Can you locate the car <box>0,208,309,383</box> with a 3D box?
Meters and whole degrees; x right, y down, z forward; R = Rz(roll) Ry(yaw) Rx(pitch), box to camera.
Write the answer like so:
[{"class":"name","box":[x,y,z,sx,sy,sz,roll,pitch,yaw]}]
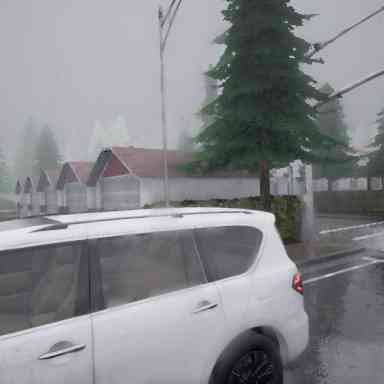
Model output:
[{"class":"car","box":[-1.321,1.238,3.045,5.566,2.045,2.150,-1,0,-34]}]
